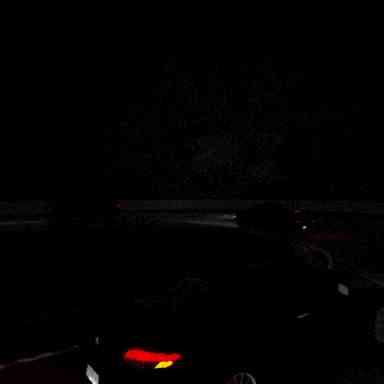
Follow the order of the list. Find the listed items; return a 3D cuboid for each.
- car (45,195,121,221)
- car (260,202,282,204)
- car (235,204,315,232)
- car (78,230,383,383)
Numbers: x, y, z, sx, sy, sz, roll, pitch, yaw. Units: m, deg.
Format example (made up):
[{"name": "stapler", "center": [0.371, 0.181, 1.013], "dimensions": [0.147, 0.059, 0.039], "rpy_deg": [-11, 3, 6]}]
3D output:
[{"name": "car", "center": [-8.335, 1.226, 25.726], "dimensions": [5.566, 2.045, 2.150], "rpy_deg": [0, -1, -21]}, {"name": "car", "center": [6.351, 1.563, 27.498], "dimensions": [5.357, 1.411, 2.033], "rpy_deg": [0, 0, 33]}, {"name": "car", "center": [4.727, 1.612, 19.760], "dimensions": [1.895, 1.301, 4.718], "rpy_deg": [0, 0, -37]}, {"name": "car", "center": [0.909, 1.528, 4.493], "dimensions": [4.674, 1.442, 1.812], "rpy_deg": [0, 0, -37]}]
